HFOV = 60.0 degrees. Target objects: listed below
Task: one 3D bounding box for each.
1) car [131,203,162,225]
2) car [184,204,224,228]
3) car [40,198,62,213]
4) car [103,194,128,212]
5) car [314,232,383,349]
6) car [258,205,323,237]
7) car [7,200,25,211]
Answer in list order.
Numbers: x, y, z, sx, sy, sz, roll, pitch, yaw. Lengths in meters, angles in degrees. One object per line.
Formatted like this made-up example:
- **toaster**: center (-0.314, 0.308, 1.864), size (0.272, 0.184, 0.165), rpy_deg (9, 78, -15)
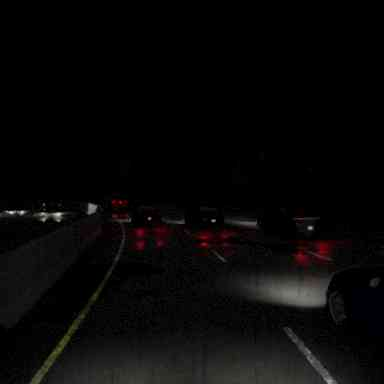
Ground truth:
- **car**: center (-3.367, 1.556, 24.101), size (1.812, 1.442, 4.674), rpy_deg (0, 0, -15)
- **car**: center (0.759, 1.534, 22.057), size (1.812, 1.442, 4.674), rpy_deg (0, 0, -13)
- **car**: center (-16.792, 1.500, 39.500), size (2.097, 1.767, 4.553), rpy_deg (0, 0, -27)
- **car**: center (-9.405, 1.316, 40.807), size (2.150, 2.045, 5.566), rpy_deg (0, 0, -25)
- **car**: center (3.328, 1.516, 3.913), size (1.812, 1.442, 4.674), rpy_deg (0, 0, -2)
- **car**: center (5.146, 1.478, 18.064), size (2.128, 1.511, 4.902), rpy_deg (0, 0, -10)
- **car**: center (-23.963, 1.785, 45.279), size (1.994, 1.385, 4.181), rpy_deg (0, 0, -32)
